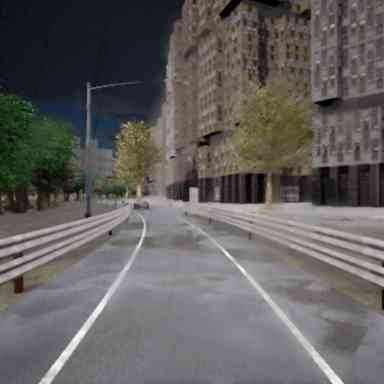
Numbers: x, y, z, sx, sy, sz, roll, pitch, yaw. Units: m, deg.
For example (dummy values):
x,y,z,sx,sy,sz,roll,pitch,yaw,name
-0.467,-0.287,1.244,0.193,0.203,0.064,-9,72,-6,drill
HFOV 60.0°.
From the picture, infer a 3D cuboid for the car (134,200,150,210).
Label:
x,y,z,sx,sy,sz,roll,pitch,yaw,name
-7.755,1.947,51.145,2.128,1.511,4.902,0,0,-19,car
